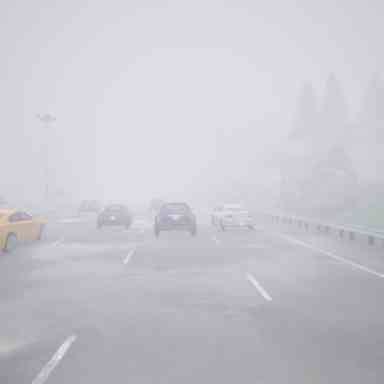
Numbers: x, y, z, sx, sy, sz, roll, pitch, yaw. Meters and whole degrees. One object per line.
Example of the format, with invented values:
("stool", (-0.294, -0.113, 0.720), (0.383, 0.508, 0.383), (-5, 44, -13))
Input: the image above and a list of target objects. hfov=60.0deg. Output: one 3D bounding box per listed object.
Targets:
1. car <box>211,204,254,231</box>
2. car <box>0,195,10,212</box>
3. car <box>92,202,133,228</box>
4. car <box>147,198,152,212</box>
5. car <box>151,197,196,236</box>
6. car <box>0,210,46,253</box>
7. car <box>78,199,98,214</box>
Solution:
("car", (2.353, 1.445, 19.973), (1.812, 1.442, 4.674), (0, 0, -6))
("car", (-21.767, 1.251, 36.272), (2.097, 1.767, 4.553), (0, 0, -13))
("car", (-4.878, 1.490, 21.471), (1.994, 1.385, 4.181), (0, 0, -7))
("car", (-3.874, 1.369, 37.141), (1.837, 1.490, 4.892), (0, 0, -11))
("car", (-0.991, 1.283, 18.295), (2.097, 1.767, 4.553), (0, 0, -5))
("car", (-7.561, 1.439, 13.395), (1.882, 1.535, 5.008), (0, 0, -4))
("car", (-10.218, 1.437, 33.369), (2.033, 1.411, 5.357), (0, 0, -11))
